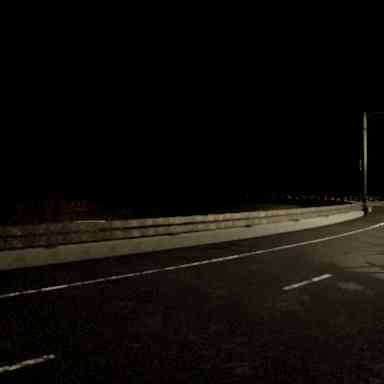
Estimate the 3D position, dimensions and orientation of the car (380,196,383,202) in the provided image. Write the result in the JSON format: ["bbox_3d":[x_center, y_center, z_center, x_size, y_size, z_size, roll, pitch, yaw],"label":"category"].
[{"bbox_3d":[42.381,1.575,73.039,1.994,1.385,4.181,0,0,8],"label":"car"}]

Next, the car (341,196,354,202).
[{"bbox_3d":[40.401,1.780,86.648,2.128,1.511,4.902,0,0,2],"label":"car"}]

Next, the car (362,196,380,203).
[{"bbox_3d":[38.892,1.728,73.424,2.128,1.511,4.902,0,0,8],"label":"car"}]
